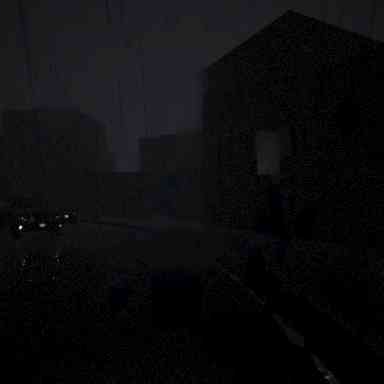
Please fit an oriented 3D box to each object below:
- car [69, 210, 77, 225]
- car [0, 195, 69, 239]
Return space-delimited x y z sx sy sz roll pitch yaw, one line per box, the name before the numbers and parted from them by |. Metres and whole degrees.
car | -10.012 1.613 23.727 4.181 1.385 1.994 0 -1 40
car | -8.881 1.213 17.835 2.150 2.045 5.566 2 -1 -41
